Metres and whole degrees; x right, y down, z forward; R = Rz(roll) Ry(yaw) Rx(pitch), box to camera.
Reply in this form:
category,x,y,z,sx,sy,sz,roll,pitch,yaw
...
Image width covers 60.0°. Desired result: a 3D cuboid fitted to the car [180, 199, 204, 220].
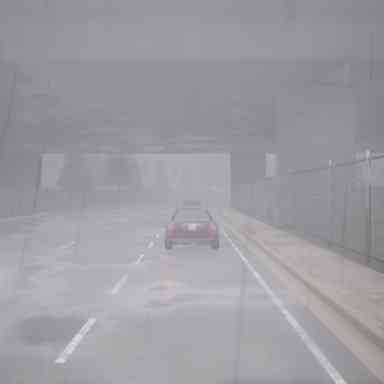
category,x,y,z,sx,sy,sz,roll,pitch,yaw
car,0.000,1.485,29.617,1.882,1.535,5.008,0,0,0

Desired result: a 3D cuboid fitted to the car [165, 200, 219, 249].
category,x,y,z,sx,sy,sz,roll,pitch,yaw
car,0.000,1.366,14.587,2.097,1.767,4.553,0,0,0
